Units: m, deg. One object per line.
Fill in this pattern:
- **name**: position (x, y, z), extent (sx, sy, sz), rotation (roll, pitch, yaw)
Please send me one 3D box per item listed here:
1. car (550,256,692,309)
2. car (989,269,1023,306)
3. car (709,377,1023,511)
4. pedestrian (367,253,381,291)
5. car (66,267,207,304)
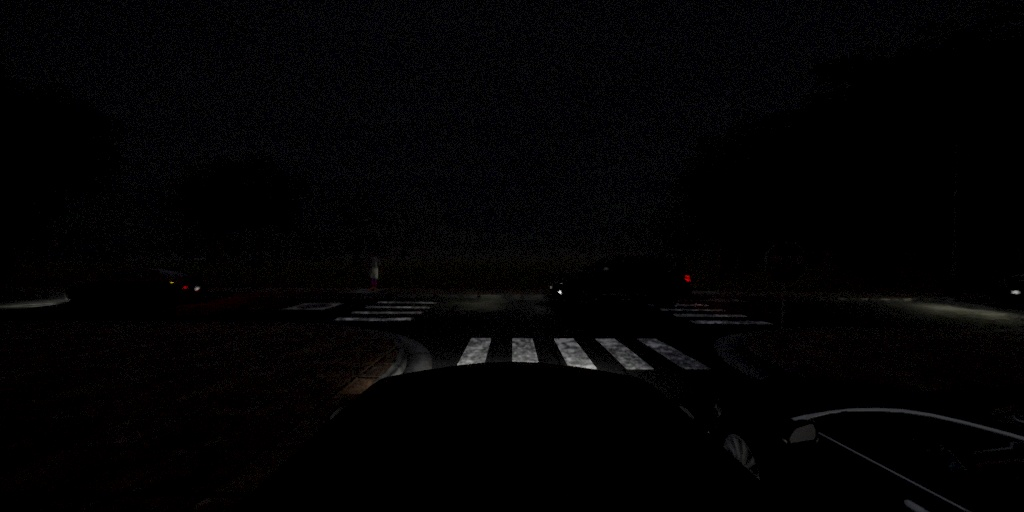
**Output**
- **car**: position (4.401, 0.993, 14.818), extent (5.566, 2.045, 2.150), rotation (1, 1, 0)
- **car**: position (23.518, 1.179, 14.777), extent (5.566, 2.045, 2.150), rotation (1, 1, 0)
- **car**: position (2.636, 1.300, 1.530), extent (2.007, 1.370, 4.403), rotation (0, 0, 0)
- **pedestrian**: position (-6.844, 0.760, 17.732), extent (0.375, 1.860, 0.375), rotation (0, 1, 0)
- **car**: position (-15.461, 1.163, 14.948), extent (4.674, 1.442, 1.812), rotation (0, 1, -1)
